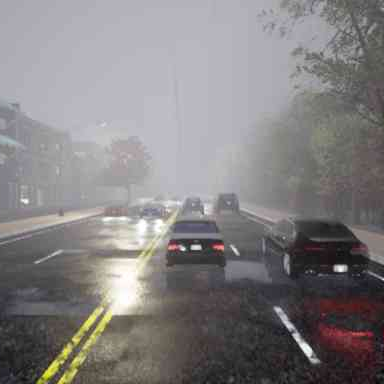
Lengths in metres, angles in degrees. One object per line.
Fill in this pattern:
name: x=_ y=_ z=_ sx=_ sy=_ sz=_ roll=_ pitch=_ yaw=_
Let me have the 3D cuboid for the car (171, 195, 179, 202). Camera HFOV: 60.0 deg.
car: x=-3.448 y=1.321 z=69.184 sx=1.895 sy=1.301 sz=4.718 roll=0 pitch=0 yaw=-1

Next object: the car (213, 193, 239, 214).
car: x=3.361 y=1.104 z=33.049 sx=2.150 sy=2.045 sz=5.566 roll=0 pitch=0 yaw=0

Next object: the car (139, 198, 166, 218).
car: x=-3.338 y=1.498 z=28.795 sx=1.895 sy=1.301 sz=4.718 roll=0 pitch=0 yaw=0

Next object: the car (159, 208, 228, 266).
car: x=0.108 y=1.507 z=11.299 sx=2.033 sy=1.411 sz=5.357 roll=0 pitch=0 yaw=0

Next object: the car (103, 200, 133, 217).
car: x=-6.584 y=1.457 z=30.031 sx=1.994 sy=1.385 sz=4.181 roll=0 pitch=0 yaw=0

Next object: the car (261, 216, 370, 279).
car: x=3.353 y=1.469 z=9.916 sx=1.837 sy=1.490 sz=4.892 roll=0 pitch=0 yaw=0

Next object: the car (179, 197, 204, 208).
car: x=0.113 y=1.233 z=33.268 sx=2.097 sy=1.767 sz=4.553 roll=0 pitch=0 yaw=0

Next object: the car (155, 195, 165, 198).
car: x=-6.720 y=1.260 z=70.554 sx=1.994 sy=1.385 sz=4.181 roll=0 pitch=0 yaw=-1
